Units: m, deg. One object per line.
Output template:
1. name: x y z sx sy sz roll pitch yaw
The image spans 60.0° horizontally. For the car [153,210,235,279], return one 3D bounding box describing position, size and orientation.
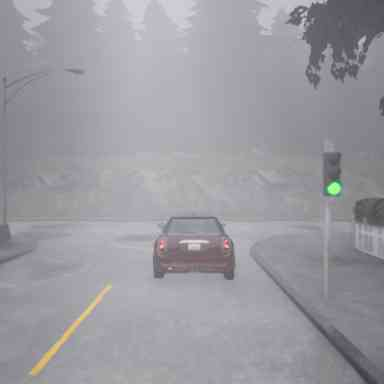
1. car: 0.003 1.363 10.259 2.097 1.767 4.553 0 0 -1
